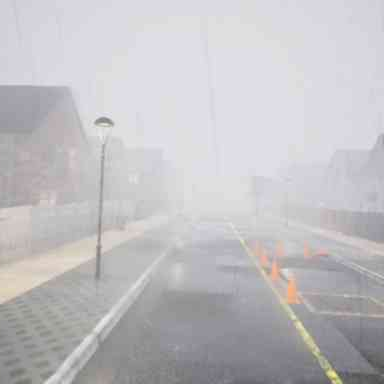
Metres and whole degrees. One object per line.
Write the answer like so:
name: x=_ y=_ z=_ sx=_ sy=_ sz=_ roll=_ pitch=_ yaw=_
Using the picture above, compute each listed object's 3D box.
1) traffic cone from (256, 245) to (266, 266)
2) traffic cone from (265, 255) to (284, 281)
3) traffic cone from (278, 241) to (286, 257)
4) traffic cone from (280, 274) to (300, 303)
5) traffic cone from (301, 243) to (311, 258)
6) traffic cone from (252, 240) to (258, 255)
traffic cone: x=2.483 y=2.215 z=11.462 sx=0.340 sy=0.580 sz=0.340 roll=2 pitch=-1 yaw=4
traffic cone: x=2.360 y=2.182 z=9.465 sx=0.340 sy=0.580 sz=0.340 roll=2 pitch=-1 yaw=4
traffic cone: x=3.604 y=2.291 z=13.395 sx=0.340 sy=0.580 sz=0.340 roll=2 pitch=-1 yaw=4
traffic cone: x=2.236 y=2.149 z=7.470 sx=0.340 sy=0.580 sz=0.340 roll=2 pitch=-1 yaw=4
traffic cone: x=4.601 y=2.332 z=13.333 sx=0.340 sy=0.580 sz=0.340 roll=2 pitch=-1 yaw=4
traffic cone: x=2.607 y=2.249 z=13.458 sx=0.340 sy=0.580 sz=0.340 roll=2 pitch=-1 yaw=4
